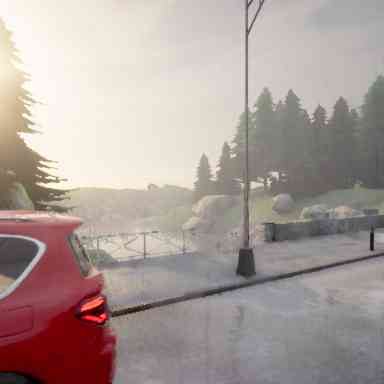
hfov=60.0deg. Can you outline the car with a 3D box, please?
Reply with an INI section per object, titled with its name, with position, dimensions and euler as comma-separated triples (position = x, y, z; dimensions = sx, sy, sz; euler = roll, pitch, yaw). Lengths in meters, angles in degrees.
[car]
position = -3.314, 1.219, 2.246
dimensions = 5.566, 2.045, 2.150
euler = 0, 0, -35
